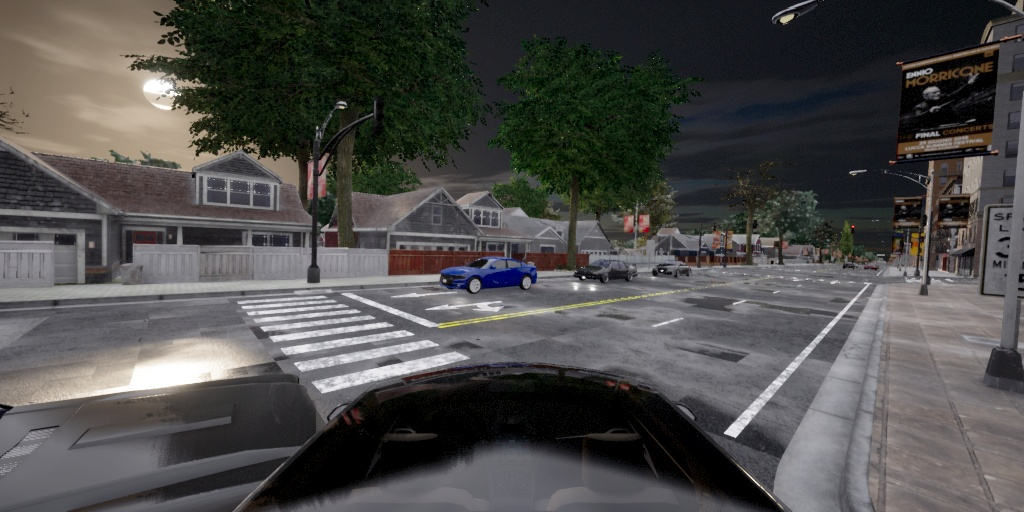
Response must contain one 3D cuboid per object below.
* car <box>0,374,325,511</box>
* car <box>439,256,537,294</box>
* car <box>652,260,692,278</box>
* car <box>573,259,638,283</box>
[{"bbox_3d":[-3.317,1.274,1.413,4.718,1.301,1.895,1,2,-33],"label":"car"},{"bbox_3d":[-0.966,0.780,16.575,5.008,1.535,1.882,1,2,-43],"label":"car"},{"bbox_3d":[13.536,1.026,30.271,4.181,1.385,1.994,1,2,-44],"label":"car"},{"bbox_3d":[6.269,0.928,23.422,5.357,1.411,2.033,1,2,-43],"label":"car"}]
